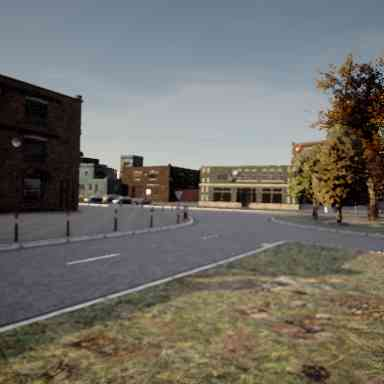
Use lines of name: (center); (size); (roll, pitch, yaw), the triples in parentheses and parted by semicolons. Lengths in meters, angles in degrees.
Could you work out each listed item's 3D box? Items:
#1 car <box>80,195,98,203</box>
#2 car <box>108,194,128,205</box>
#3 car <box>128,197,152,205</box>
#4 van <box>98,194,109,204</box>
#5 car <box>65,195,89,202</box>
car: (-21.609, 1.490, 73.617); (2.185, 1.767, 4.553); (2, -1, 31)
car: (-14.491, 1.707, 69.267); (2.185, 1.767, 4.553); (2, -1, 31)
car: (-9.892, 1.981, 66.380); (2.163, 1.488, 4.792); (1, -1, 31)
van: (-17.045, 1.532, 70.658); (1.878, 1.987, 4.442); (2, -1, 31)
car: (-26.367, 1.460, 76.492); (2.231, 1.521, 4.892); (2, -1, 31)
